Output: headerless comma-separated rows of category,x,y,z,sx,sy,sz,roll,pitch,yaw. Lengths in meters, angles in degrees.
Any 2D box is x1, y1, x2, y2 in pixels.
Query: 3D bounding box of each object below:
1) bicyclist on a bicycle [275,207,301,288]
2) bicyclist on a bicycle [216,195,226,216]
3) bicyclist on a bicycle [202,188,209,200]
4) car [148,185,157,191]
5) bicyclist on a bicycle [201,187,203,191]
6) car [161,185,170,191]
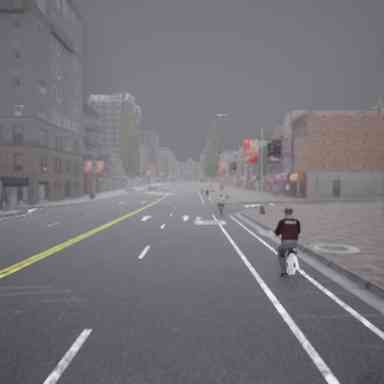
bicyclist on a bicycle,2.249,1.238,7.960,0.659,1.776,1.843,0,1,0
bicyclist on a bicycle,2.220,0.986,25.455,0.866,1.612,1.509,0,1,0
bicyclist on a bicycle,2.240,0.361,49.300,0.659,1.776,1.843,0,2,0
car,-9.770,-1.068,82.238,1.994,1.385,4.181,0,2,0
bicyclist on a bicycle,2.243,-0.376,71.455,0.866,1.612,1.509,0,2,0
car,-6.520,-1.024,82.210,1.895,1.301,4.718,0,2,0
